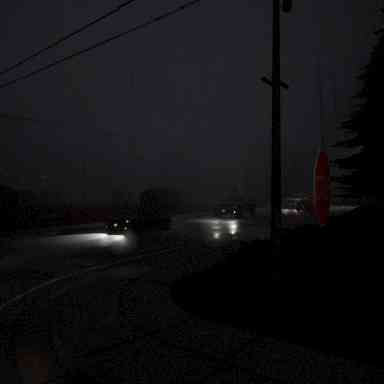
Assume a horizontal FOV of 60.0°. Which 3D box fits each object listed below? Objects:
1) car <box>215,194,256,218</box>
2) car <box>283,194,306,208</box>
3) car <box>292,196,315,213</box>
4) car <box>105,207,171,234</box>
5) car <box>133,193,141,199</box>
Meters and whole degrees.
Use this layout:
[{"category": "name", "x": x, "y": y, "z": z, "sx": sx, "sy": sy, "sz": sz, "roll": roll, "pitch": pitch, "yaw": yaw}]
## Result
[{"category": "car", "x": 4.143, "y": 1.255, "z": 30.849, "sx": 2.150, "sy": 2.045, "sz": 5.566, "roll": 0, "pitch": 0, "yaw": 31}, {"category": "car", "x": 14.684, "y": 1.257, "z": 46.990, "sx": 2.150, "sy": 2.045, "sz": 5.566, "roll": 0, "pitch": 0, "yaw": 33}, {"category": "car", "x": 13.540, "y": 1.512, "z": 38.561, "sx": 1.882, "sy": 1.535, "sz": 5.008, "roll": 0, "pitch": 0, "yaw": 33}, {"category": "car", "x": -3.064, "y": 1.598, "z": 19.638, "sx": 1.994, "sy": 1.385, "sz": 4.181, "roll": 0, "pitch": 0, "yaw": 32}, {"category": "car", "x": -14.372, "y": 1.148, "z": 86.958, "sx": 3.866, "sy": 1.878, "sz": 1.905, "roll": -2, "pitch": 6, "yaw": -11}]
